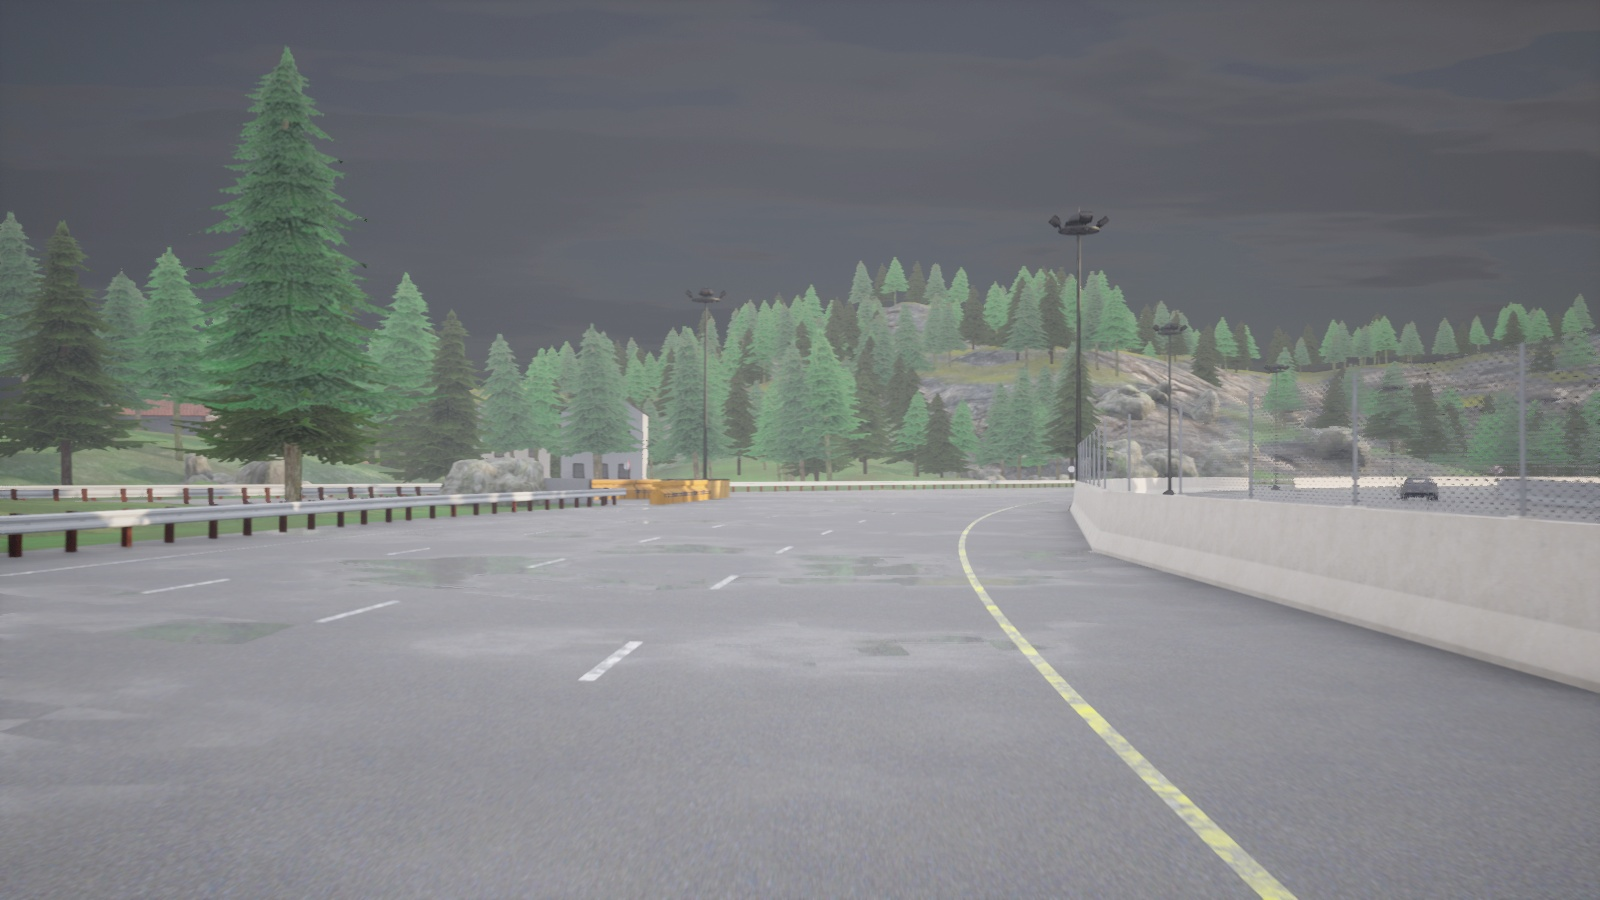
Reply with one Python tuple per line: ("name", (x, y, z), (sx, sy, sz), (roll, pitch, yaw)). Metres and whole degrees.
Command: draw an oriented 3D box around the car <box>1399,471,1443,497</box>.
("car", (35.799, 1.942, 72.513), (2.033, 1.411, 5.357), (-1, -1, 24))
